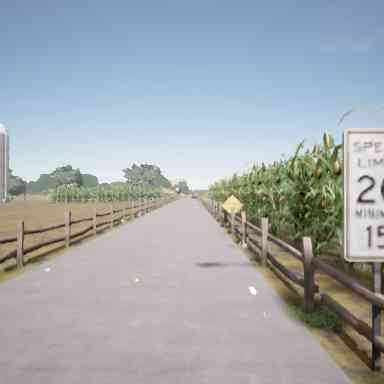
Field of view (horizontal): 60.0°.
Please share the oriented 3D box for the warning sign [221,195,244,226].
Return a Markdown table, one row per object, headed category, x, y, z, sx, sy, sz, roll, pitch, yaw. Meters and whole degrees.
| category | x | y | z | sx | sy | sz | roll | pitch | yaw |
| --- | --- | --- | --- | --- | --- | --- | --- | --- | --- |
| warning sign | 2.451 | 1.109 | 20.207 | 1.300 | 1.860 | 1.060 | 0 | 0 | 0 |
